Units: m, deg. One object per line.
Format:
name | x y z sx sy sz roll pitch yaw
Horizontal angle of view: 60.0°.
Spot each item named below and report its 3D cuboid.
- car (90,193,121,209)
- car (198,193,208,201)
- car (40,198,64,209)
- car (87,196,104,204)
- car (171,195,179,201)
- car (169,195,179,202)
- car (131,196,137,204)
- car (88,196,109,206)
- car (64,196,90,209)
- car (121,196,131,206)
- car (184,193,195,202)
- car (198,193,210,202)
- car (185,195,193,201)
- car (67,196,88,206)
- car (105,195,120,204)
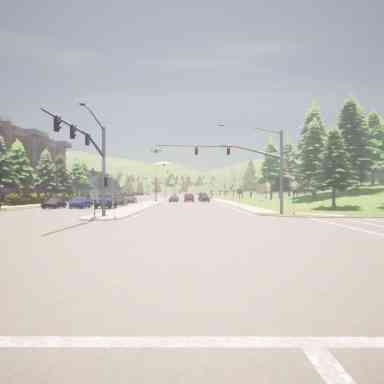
car | -11.785 1.221 45.694 2.150 2.045 5.566 0 0 -1
car | 2.724 1.194 83.644 2.150 2.045 5.566 0 0 -1
car | -18.783 1.547 45.577 2.033 1.411 5.357 0 0 -1
car | -19.008 1.505 65.741 1.837 1.490 4.892 0 0 -1
car | -4.274 1.488 83.493 1.812 1.442 4.674 0 0 -1
car | -4.108 1.540 72.875 2.033 1.411 5.357 0 0 -1
car | -12.023 1.547 65.668 2.033 1.411 5.357 0 0 0
car | -15.415 1.491 54.915 2.128 1.511 4.902 0 0 -1
car | -15.281 1.477 45.510 1.882 1.535 5.008 0 0 -1
car | -11.920 1.505 55.373 1.837 1.490 4.892 0 0 -1
car | -0.609 1.225 72.995 2.150 2.045 5.566 0 0 -1
car | 2.884 1.500 73.420 1.837 1.490 4.892 0 0 -1
car | -0.775 1.464 83.548 1.837 1.490 4.892 0 0 -1
car | -18.917 1.477 55.308 1.882 1.535 5.008 0 0 -1
car | -15.510 1.477 64.970 1.882 1.535 5.008 0 0 0
